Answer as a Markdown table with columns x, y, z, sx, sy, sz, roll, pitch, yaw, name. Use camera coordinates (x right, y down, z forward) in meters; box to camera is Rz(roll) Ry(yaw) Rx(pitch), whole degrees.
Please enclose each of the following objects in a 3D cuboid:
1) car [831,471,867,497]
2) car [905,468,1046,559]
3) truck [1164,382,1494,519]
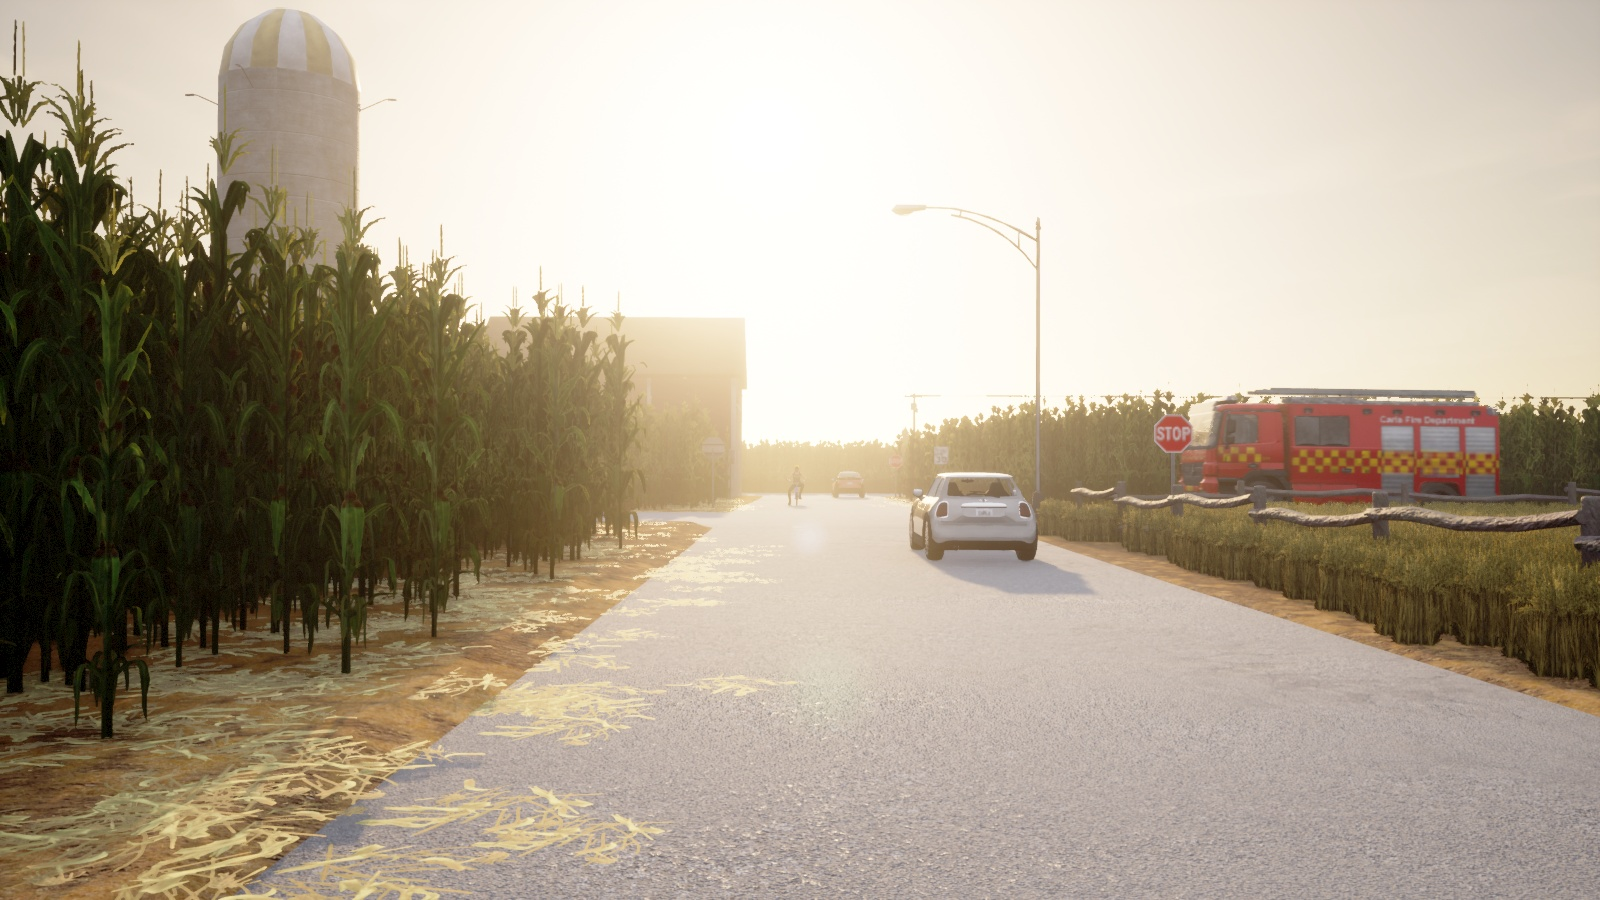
| x | y | z | sx | sy | sz | roll | pitch | yaw | name |
| --- | --- | --- | --- | --- | --- | --- | --- | --- | --- |
| 2.906 | 2.010 | 75.234 | 2.007 | 1.525 | 4.514 | 0 | -1 | 0 | car |
| 3.041 | 1.071 | 22.544 | 1.970 | 1.475 | 3.806 | 0 | -1 | 0 | car |
| 15.368 | 0.030 | 36.939 | 8.468 | 3.827 | 2.891 | 0 | -1 | 0 | truck |
